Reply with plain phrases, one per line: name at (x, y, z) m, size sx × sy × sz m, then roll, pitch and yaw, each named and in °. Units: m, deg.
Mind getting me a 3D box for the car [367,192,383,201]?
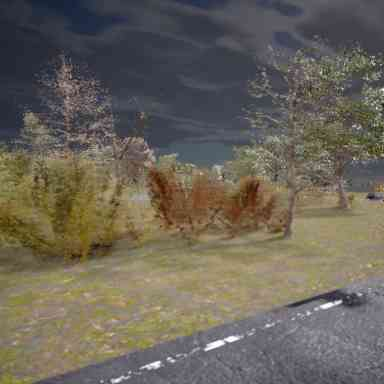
car at (36.213, 0.812, 65.102) m, size 2.097 × 1.767 × 4.553 m, roll 1°, pitch 1°, yaw 1°
